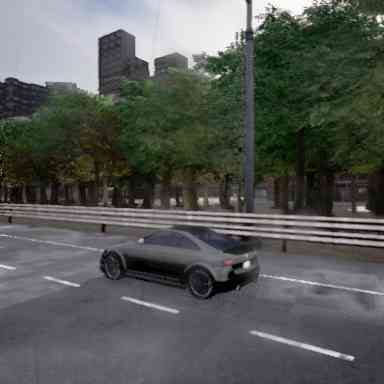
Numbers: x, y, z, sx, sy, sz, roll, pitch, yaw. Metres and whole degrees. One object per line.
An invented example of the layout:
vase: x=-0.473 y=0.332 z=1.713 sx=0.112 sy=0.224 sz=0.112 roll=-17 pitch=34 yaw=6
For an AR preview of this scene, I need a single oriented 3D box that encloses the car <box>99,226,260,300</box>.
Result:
car: x=-0.428 y=1.567 z=8.474 sx=4.181 sy=1.385 sz=1.994 roll=0 pitch=0 yaw=36
